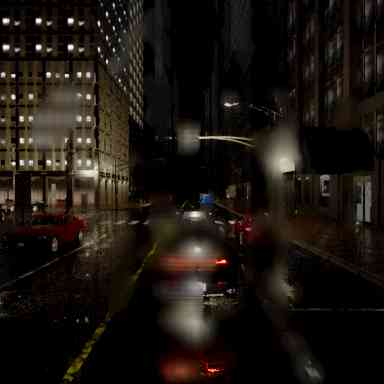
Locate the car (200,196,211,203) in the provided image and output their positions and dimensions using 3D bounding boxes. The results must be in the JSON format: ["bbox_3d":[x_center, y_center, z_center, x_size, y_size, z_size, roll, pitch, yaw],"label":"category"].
[{"bbox_3d":[2.784,1.534,69.874,2.008,1.369,4.403,0,0,0],"label":"car"}]

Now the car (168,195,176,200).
[{"bbox_3d":[-5.564,1.533,92.674,1.947,1.339,4.313,0,0,0],"label":"car"}]

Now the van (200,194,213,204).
[{"bbox_3d":[2.766,1.329,58.481,1.690,1.788,3.998,0,0,0],"label":"van"}]

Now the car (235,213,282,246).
[{"bbox_3d":[2.835,1.580,14.888,1.802,1.307,4.206,0,0,0],"label":"car"}]

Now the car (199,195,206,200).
[{"bbox_3d":[2.816,1.550,92.661,1.802,1.307,4.206,0,0,0],"label":"car"}]

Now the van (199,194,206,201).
[{"bbox_3d":[2.807,1.313,86.965,1.690,1.788,3.998,0,0,0],"label":"van"}]

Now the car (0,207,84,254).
[{"bbox_3d":[-5.806,1.543,13.523,1.887,1.381,4.507,0,0,0],"label":"car"}]

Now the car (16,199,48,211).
[{"bbox_3d":[-18.470,1.499,37.262,4.403,1.369,2.008,0,0,1],"label":"car"}]

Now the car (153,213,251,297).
[{"bbox_3d":[0.111,1.504,8.535,1.837,1.490,4.892,0,0,0],"label":"car"}]

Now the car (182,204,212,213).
[{"bbox_3d":[0.125,1.562,17.411,1.994,1.385,4.181,0,0,0],"label":"car"}]

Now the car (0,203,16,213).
[{"bbox_3d":[-18.569,1.308,28.881,5.009,1.841,2.192,0,0,1],"label":"car"}]

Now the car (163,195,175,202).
[{"bbox_3d":[-5.588,1.524,75.583,1.887,1.381,4.507,0,0,0],"label":"car"}]
